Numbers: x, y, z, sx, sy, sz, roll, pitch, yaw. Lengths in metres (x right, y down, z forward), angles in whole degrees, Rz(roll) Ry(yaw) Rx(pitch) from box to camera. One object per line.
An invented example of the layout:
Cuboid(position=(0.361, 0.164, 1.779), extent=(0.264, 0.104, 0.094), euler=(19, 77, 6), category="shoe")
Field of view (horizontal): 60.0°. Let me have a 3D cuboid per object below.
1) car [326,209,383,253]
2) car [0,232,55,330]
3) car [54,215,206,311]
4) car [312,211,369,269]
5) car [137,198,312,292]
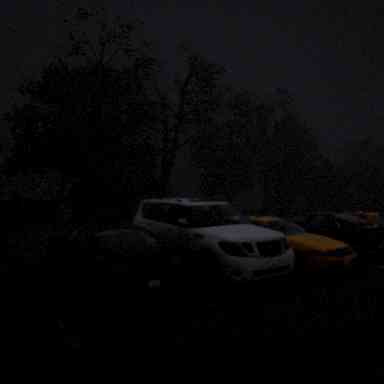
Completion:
Cuboid(position=(4.737, 1.482, 12.728), extent=(2.231, 1.521, 4.892), euler=(0, 0, -35), category="car")
Cuboid(position=(-4.372, 1.494, 6.376), extent=(2.163, 1.488, 4.792), euler=(0, 0, -35), category="car")
Cuboid(position=(-2.080, 1.468, 7.943), extent=(2.097, 1.535, 5.008), euler=(0, 0, -35), category="car")
Cuboid(position=(2.568, 1.474, 10.986), extent=(1.946, 1.575, 5.366), euler=(0, 0, -35), category="car")
Cuboid(position=(0.206, 1.222, 9.519), extent=(2.435, 2.045, 5.566), euler=(0, 0, -35), category="car")
